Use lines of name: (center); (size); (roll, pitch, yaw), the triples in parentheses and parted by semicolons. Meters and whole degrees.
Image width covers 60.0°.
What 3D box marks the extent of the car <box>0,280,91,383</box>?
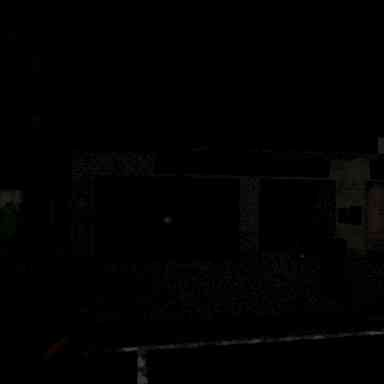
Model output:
car: (-3.335, 1.522, 3.211); (4.507, 1.381, 1.887); (1, 0, -10)
